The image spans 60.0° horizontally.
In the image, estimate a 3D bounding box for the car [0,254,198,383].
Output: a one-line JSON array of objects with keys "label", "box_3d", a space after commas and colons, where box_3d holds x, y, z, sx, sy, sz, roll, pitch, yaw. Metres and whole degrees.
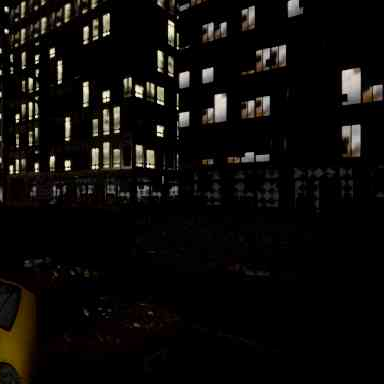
[{"label": "car", "box_3d": [-2.217, 1.525, 4.451, 4.829, 1.417, 1.752, 0, 0, 35]}]
